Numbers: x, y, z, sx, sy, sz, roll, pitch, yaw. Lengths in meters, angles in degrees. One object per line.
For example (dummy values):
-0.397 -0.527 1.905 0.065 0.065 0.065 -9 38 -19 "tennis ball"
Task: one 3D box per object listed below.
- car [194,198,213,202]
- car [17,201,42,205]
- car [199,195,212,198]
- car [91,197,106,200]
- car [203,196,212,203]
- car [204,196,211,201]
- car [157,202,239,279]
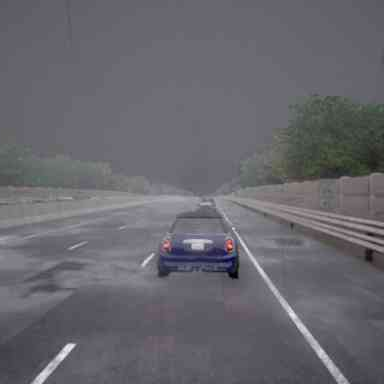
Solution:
1.368 1.570 32.217 1.812 1.442 4.674 0 0 3 "car"
-16.198 1.562 33.180 2.033 1.411 5.357 0 0 3 "car"
2.751 1.403 59.321 2.097 1.767 4.553 0 0 3 "car"
-15.061 1.506 53.781 1.882 1.535 5.008 0 0 3 "car"
3.399 1.629 72.042 1.994 1.385 4.181 0 0 3 "car"
4.253 1.727 88.817 1.812 1.442 4.674 0 -1 3 "car"
0.253 1.365 10.318 2.097 1.767 4.553 0 0 3 "car"
